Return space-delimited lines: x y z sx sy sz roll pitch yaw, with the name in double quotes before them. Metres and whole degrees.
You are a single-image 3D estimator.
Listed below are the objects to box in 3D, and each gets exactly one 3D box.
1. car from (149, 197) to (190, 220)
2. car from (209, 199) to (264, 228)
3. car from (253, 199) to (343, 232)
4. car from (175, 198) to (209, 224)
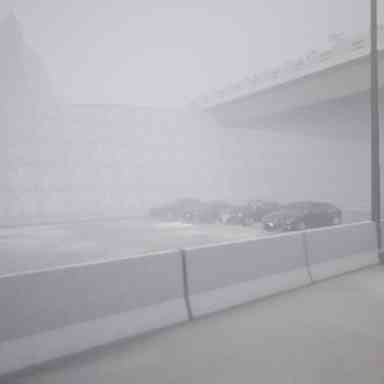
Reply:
"car" -0.833 1.185 24.960 5.008 1.535 1.882 -2 1 -36
"car" 3.770 1.181 19.648 4.902 1.511 2.128 -2 1 -36
"car" 5.602 1.198 16.655 4.892 1.490 1.837 -2 1 -36
"car" 1.338 1.266 22.211 4.181 1.385 1.994 -2 1 -36
